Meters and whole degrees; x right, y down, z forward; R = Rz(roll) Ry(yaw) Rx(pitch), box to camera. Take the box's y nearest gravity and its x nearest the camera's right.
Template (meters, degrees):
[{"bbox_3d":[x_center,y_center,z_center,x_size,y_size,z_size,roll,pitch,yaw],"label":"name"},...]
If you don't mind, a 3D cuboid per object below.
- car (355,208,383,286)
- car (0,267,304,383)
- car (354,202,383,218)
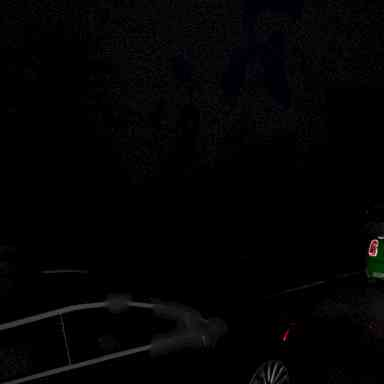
[{"bbox_3d":[6.320,1.352,8.204,4.553,1.767,2.097,0,0,-35],"label":"car"},{"bbox_3d":[-0.998,1.491,3.014,4.902,1.511,2.128,0,0,-36],"label":"car"},{"bbox_3d":[15.116,1.477,25.742,5.008,1.535,1.882,0,1,-7],"label":"car"}]
